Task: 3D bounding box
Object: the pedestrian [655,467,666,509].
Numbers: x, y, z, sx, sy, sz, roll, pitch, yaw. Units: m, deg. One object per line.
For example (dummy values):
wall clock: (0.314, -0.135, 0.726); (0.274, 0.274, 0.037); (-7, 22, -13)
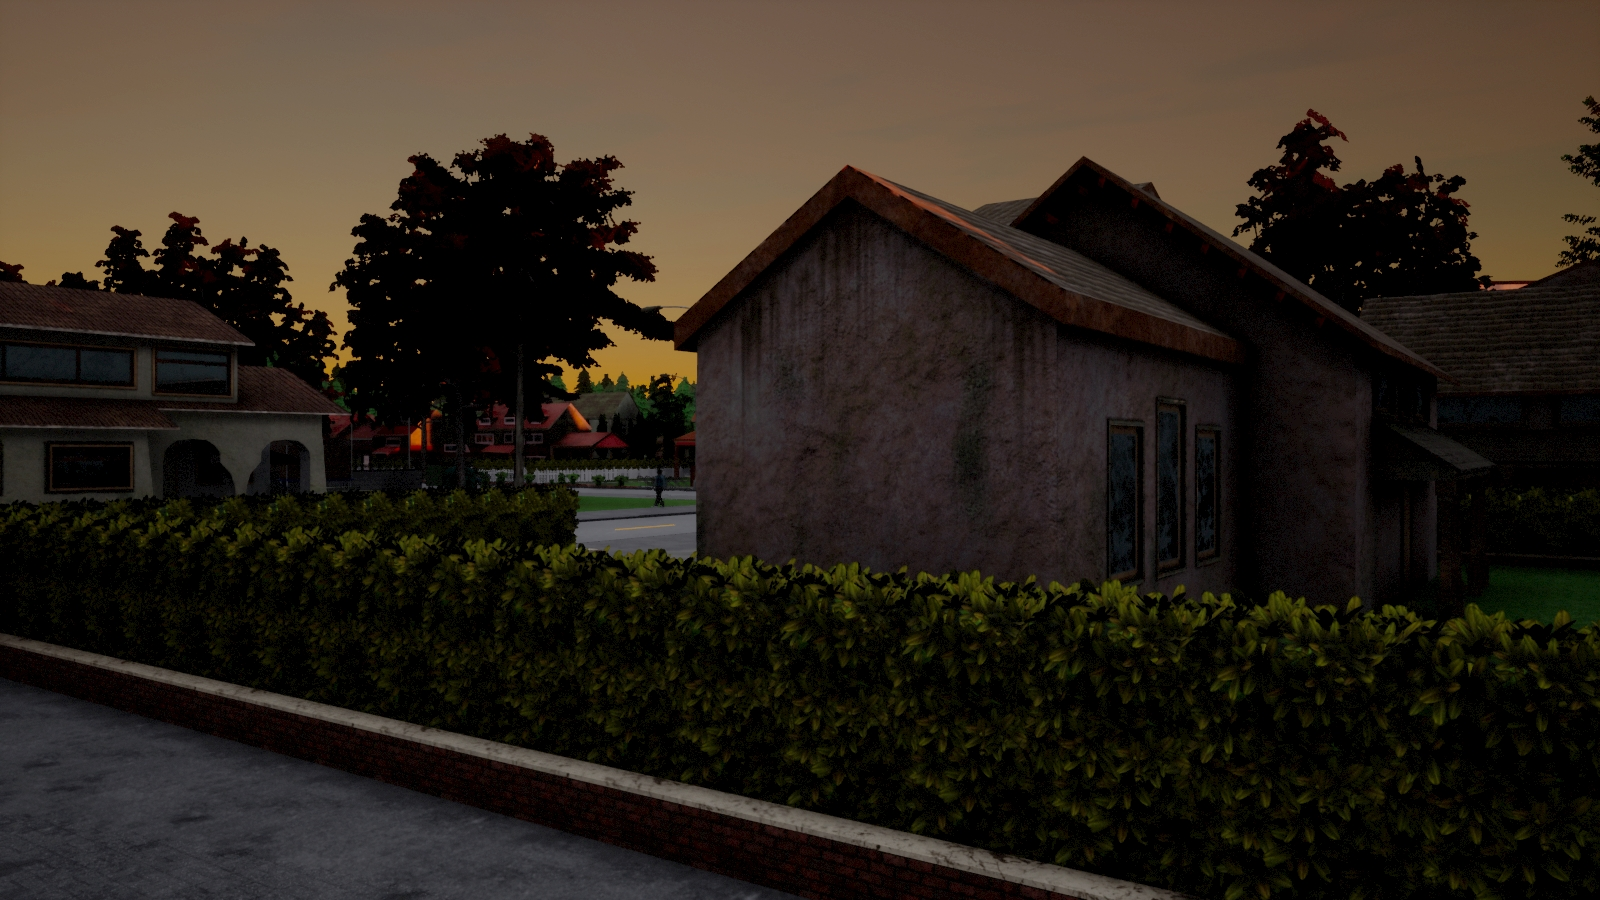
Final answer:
pedestrian: (-6.361, 1.733, 52.153); (0.375, 1.860, 0.375); (0, 0, 31)
